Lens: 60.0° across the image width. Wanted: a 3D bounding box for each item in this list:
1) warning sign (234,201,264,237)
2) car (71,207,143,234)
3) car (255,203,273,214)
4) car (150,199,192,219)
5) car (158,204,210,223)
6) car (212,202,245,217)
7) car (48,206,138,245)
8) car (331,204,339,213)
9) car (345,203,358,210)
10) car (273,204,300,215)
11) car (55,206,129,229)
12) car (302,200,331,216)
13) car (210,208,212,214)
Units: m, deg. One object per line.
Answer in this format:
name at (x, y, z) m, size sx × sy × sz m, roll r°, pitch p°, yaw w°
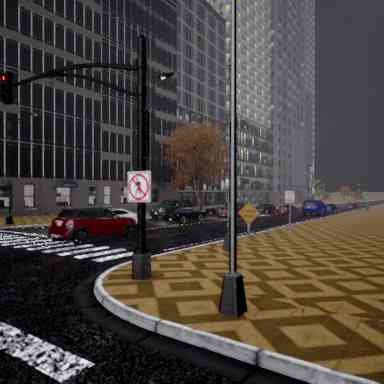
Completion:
warning sign at (3.177, 1.451, 18.524) m, size 1.300 × 1.860 × 1.060 m, roll 1°, pitch 1°, yaw 33°
car at (-5.588, 1.821, 22.437) m, size 1.812 × 1.442 × 4.674 m, roll 0°, pitch -1°, yaw 33°
car at (10.187, 2.318, 46.757) m, size 1.837 × 1.490 × 4.892 m, roll 0°, pitch -1°, yaw 33°
car at (-1.935, 1.722, 34.046) m, size 2.150 × 2.045 × 5.566 m, roll 0°, pitch -1°, yaw 33°
car at (-0.634, 2.059, 30.075) m, size 1.895 × 1.301 × 4.718 m, roll 0°, pitch -1°, yaw 33°
car at (4.682, 1.985, 38.291) m, size 2.097 × 1.767 × 4.553 m, roll 0°, pitch -1°, yaw 33°
car at (-4.921, 1.581, 17.258) m, size 2.097 × 1.767 × 4.553 m, roll 0°, pitch -1°, yaw 39°
car at (21.978, 2.553, 52.922) m, size 1.812 × 1.442 × 4.674 m, roll 0°, pitch -1°, yaw 33°
car at (31.569, 2.833, 65.675) m, size 1.812 × 1.442 × 4.674 m, roll 0°, pitch -1°, yaw 33°
car at (12.875, 2.338, 44.632) m, size 1.812 × 1.442 × 4.674 m, roll 0°, pitch -1°, yaw 33°
car at (-7.464, 1.865, 25.489) m, size 2.033 × 1.411 × 5.357 m, roll 0°, pitch -1°, yaw 33°
car at (16.225, 2.061, 43.952) m, size 2.150 × 2.045 × 5.566 m, roll 0°, pitch -1°, yaw 35°
car at (3.515, 2.281, 42.470) m, size 1.895 × 1.301 × 4.718 m, roll 0°, pitch -1°, yaw 33°
